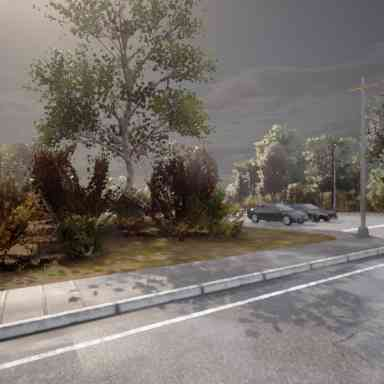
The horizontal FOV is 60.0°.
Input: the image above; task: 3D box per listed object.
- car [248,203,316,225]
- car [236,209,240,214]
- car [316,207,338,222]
[{"bbox_3d":[6.329,1.590,24.820,1.837,1.490,4.892,0,-1,-39],"label":"car"},{"bbox_3d":[2.361,1.462,34.888,2.150,2.045,5.566,0,-1,-43],"label":"car"},{"bbox_3d":[8.988,1.634,27.145,2.033,1.411,5.357,0,-1,-39],"label":"car"}]
